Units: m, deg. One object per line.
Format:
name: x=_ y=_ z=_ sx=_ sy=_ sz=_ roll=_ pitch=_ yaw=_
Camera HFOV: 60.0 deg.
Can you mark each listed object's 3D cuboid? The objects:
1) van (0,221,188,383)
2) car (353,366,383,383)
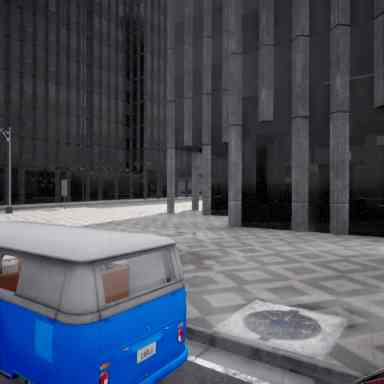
van: x=-1.953 y=1.341 z=4.353 sx=3.998 sy=1.788 sz=1.690 roll=0 pitch=0 yaw=35
car: x=2.548 y=1.440 z=1.149 sx=4.097 sy=1.590 sz=1.967 roll=0 pitch=0 yaw=35
